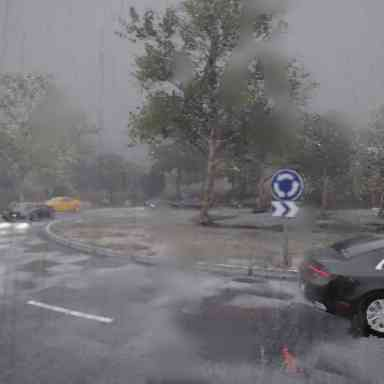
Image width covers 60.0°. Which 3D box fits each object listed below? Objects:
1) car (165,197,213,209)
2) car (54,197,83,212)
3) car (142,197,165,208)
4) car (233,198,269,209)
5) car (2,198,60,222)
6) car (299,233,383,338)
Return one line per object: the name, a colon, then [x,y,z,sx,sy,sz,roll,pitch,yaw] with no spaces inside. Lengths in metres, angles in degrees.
car: [-0.158,1.351,40.651,5.357,1.411,2.033,1,0,-19]
car: [-12.923,1.225,32.355,1.882,1.535,5.008,1,0,26]
car: [-4.218,1.321,42.107,4.181,1.385,1.994,0,0,-27]
car: [7.947,1.530,45.101,4.892,1.490,1.837,1,0,4]
car: [-11.563,1.351,23.800,1.994,1.385,4.181,1,0,3]
car: [4.460,1.541,5.878,4.892,1.490,1.837,1,2,7]
